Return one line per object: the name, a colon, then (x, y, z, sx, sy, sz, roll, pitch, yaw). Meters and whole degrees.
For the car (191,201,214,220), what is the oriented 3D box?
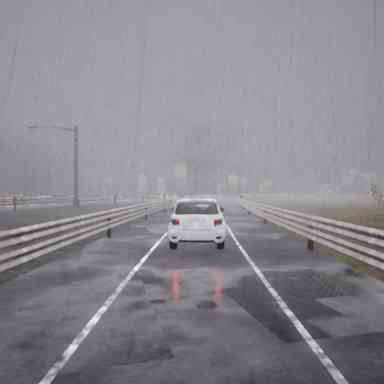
car: (0.997, 1.536, 29.504, 1.812, 1.442, 4.674, 0, 0, 4)

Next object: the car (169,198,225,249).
car: (0.249, 1.258, 14.612, 2.150, 2.045, 5.566, 0, 0, 2)
